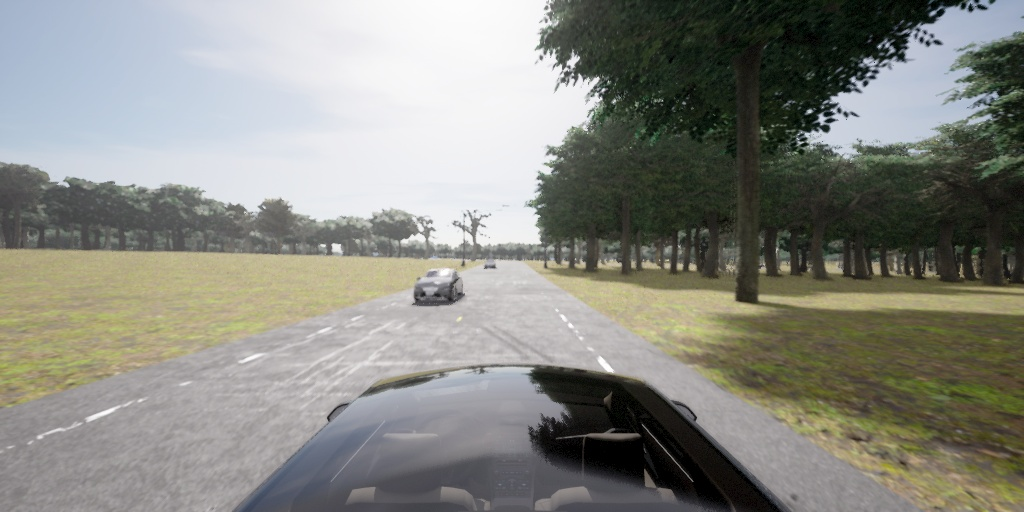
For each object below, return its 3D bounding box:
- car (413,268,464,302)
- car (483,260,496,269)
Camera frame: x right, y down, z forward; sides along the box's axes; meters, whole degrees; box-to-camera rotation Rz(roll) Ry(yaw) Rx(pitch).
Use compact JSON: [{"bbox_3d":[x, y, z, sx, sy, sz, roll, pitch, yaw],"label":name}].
[{"bbox_3d":[-3.599,1.395,18.186,2.128,1.511,4.902,0,0,0],"label":"car"},{"bbox_3d":[-3.552,1.379,58.638,1.812,1.442,4.674,0,0,0],"label":"car"}]
